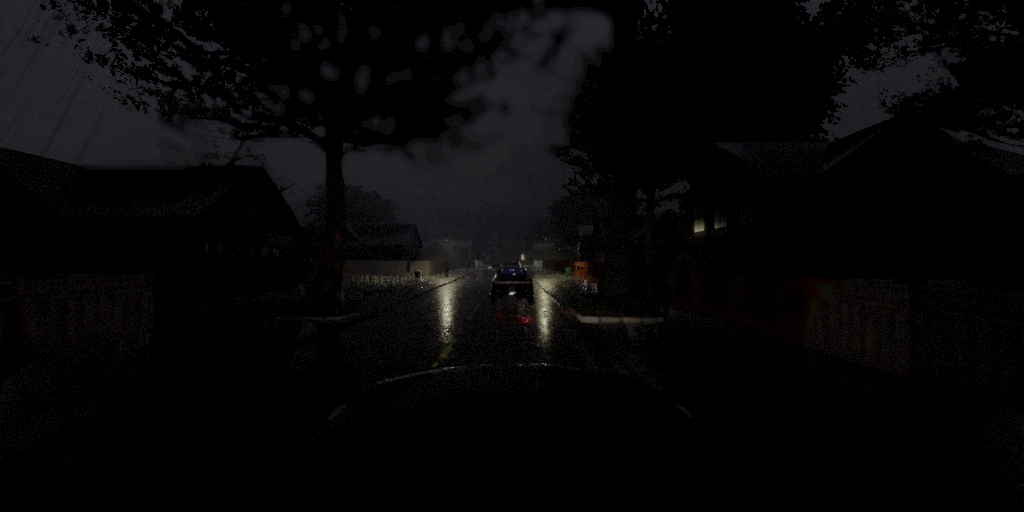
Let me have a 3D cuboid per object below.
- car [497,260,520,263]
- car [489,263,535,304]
[{"bbox_3d":[0.000,1.174,31.483,2.097,1.767,4.553,0,0,0],"label":"car"},{"bbox_3d":[0.000,1.267,16.507,2.128,1.511,4.902,0,0,0],"label":"car"}]
